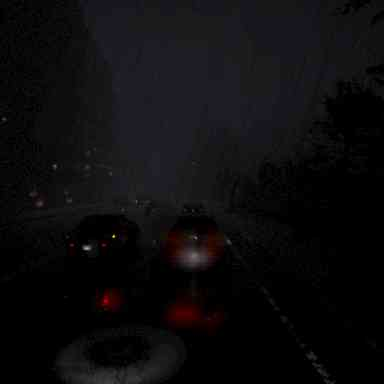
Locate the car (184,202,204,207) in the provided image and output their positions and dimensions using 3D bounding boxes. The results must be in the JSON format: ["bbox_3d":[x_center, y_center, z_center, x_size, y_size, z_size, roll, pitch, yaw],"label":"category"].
[{"bbox_3d":[0.105,1.547,29.305,1.895,1.301,4.718,0,0,0],"label":"car"}]

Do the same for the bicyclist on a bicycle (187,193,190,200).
[{"bbox_3d":[-0.992,1.206,88.589,0.659,1.776,1.843,0,0,-4],"label":"bicyclist on a bicycle"}]

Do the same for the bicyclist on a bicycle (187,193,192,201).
[{"bbox_3d":[-0.379,1.225,79.534,0.659,1.776,1.843,0,0,-4],"label":"bicyclist on a bicycle"}]

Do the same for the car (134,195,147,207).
[{"bbox_3d":[-6.640,1.271,45.739,2.097,1.767,4.553,0,0,-1],"label":"car"}]

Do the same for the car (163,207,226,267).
[{"bbox_3d":[0.075,1.482,11.320,1.837,1.490,4.892,0,0,0],"label":"car"}]

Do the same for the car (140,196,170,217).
[{"bbox_3d":[-3.141,1.435,30.877,2.128,1.511,4.902,0,0,0],"label":"car"}]

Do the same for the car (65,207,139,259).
[{"bbox_3d":[-3.168,1.500,12.399,1.812,1.442,4.674,0,0,0],"label":"car"}]

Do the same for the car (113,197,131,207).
[{"bbox_3d":[-9.900,1.410,47.033,2.128,1.511,4.902,0,0,-1],"label":"car"}]
